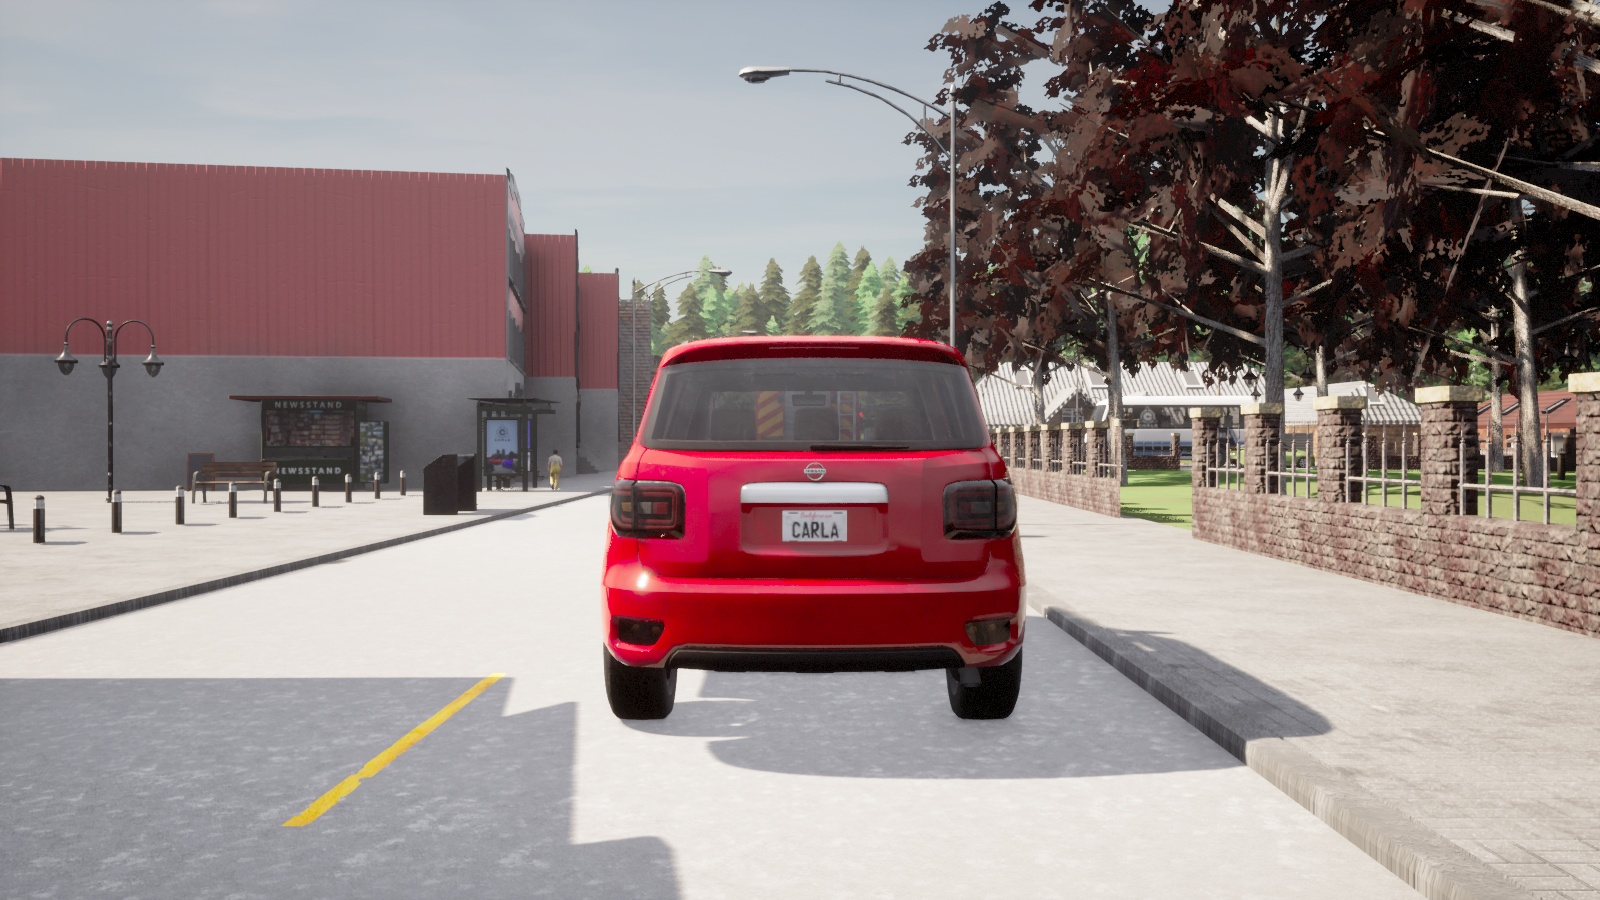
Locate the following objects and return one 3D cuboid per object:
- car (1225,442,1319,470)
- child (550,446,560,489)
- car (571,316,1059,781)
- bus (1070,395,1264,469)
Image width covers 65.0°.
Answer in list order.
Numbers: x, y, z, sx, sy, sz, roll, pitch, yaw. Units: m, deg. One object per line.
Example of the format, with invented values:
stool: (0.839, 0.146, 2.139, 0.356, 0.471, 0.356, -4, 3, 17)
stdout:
car: (26.317, 0.319, 70.087, 4.514, 1.525, 2.007, 0, 0, -1)
child: (-7.339, 0.516, 37.567, 0.270, 1.263, 0.437, 0, 0, -13)
car: (0.065, 0.419, 8.312, 2.150, 2.045, 5.566, 0, 0, 0)
bus: (21.516, -1.031, 74.190, 10.273, 4.253, 3.944, 0, 0, 0)
